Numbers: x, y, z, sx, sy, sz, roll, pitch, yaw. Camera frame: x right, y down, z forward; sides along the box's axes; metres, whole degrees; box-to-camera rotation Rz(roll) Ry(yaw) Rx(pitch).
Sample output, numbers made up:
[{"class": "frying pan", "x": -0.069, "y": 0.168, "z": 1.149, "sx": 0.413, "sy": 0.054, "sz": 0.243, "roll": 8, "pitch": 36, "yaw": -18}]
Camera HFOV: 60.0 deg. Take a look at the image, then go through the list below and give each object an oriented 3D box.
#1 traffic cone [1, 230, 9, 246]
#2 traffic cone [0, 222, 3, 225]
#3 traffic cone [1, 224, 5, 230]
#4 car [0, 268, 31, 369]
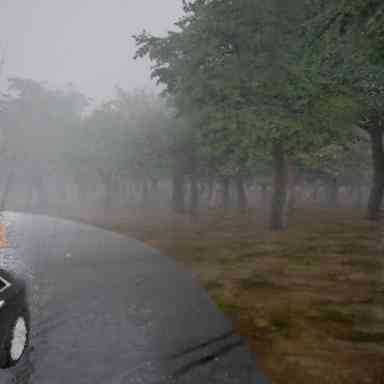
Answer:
[{"class": "traffic cone", "x": -9.425, "y": 2.380, "z": 16.755, "sx": 0.340, "sy": 0.580, "sz": 0.340, "roll": -1, "pitch": -1, "yaw": -28}, {"class": "traffic cone", "x": -14.399, "y": 2.589, "z": 25.268, "sx": 0.340, "sy": 0.580, "sz": 0.340, "roll": -1, "pitch": 0, "yaw": -31}, {"class": "traffic cone", "x": -11.853, "y": 2.504, "z": 20.965, "sx": 0.340, "sy": 0.580, "sz": 0.340, "roll": -1, "pitch": -1, "yaw": -31}, {"class": "car", "x": -3.055, "y": 1.568, "z": 3.000, "sx": 1.837, "sy": 1.490, "sz": 4.892, "roll": 0, "pitch": -1, "yaw": -7}]
